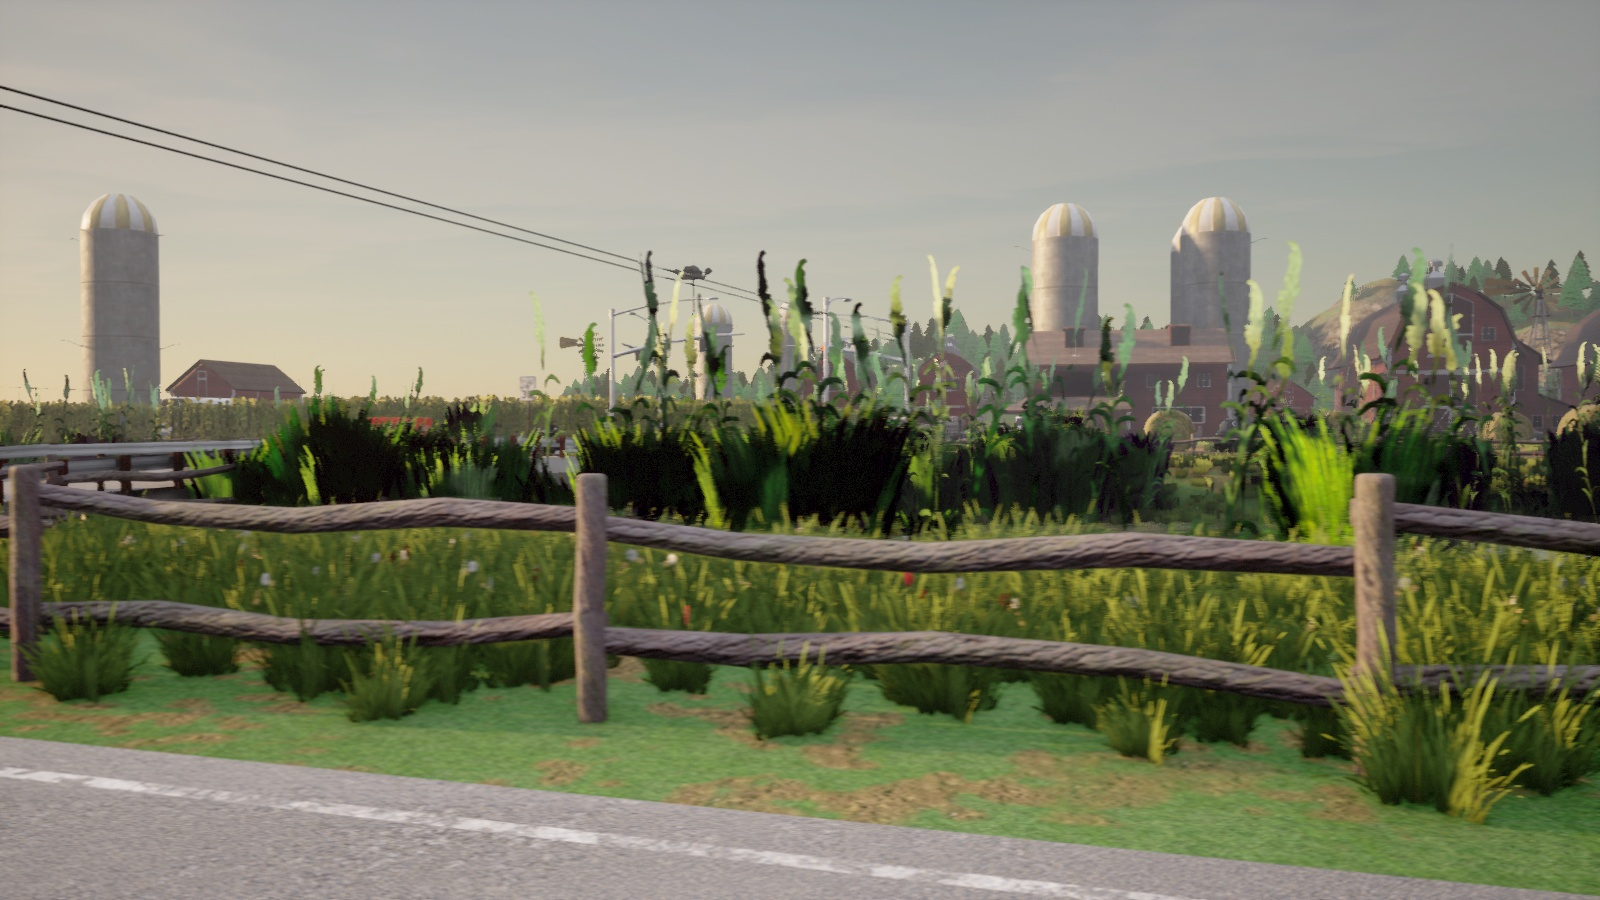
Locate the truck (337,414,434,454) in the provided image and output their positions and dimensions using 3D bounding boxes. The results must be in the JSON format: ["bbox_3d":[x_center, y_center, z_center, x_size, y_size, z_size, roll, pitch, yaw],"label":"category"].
[{"bbox_3d":[-26.108,-1.026,79.199,5.204,2.467,2.627,0,1,12],"label":"truck"}]

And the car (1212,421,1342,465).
[{"bbox_3d":[22.615,-0.361,59.800,5.566,2.045,2.150,0,1,15],"label":"car"}]
